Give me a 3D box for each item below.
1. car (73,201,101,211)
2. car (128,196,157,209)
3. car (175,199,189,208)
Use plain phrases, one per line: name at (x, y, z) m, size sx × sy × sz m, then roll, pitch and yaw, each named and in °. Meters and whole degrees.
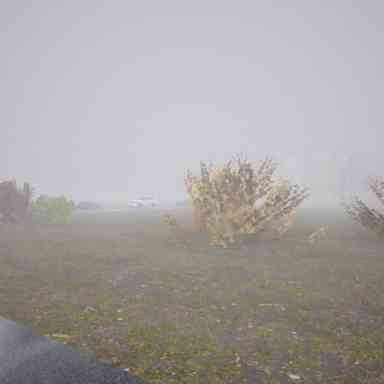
car at (-15.374, 1.926, 46.609) m, size 2.033 × 1.411 × 5.357 m, roll -1°, pitch -1°, yaw 36°
car at (-8.355, 1.729, 56.341) m, size 2.150 × 2.045 × 5.566 m, roll -1°, pitch -1°, yaw 36°
car at (-0.977, 2.010, 60.423) m, size 1.882 × 1.535 × 5.008 m, roll -1°, pitch -1°, yaw 36°
